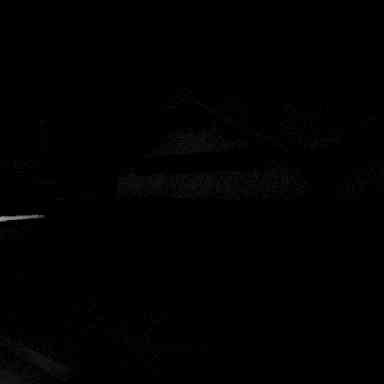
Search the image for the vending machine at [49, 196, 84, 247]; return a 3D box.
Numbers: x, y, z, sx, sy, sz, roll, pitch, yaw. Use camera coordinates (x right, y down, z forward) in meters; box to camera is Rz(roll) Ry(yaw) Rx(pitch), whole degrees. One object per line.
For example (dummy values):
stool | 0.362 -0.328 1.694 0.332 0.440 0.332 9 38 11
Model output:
vending machine | -5.420 1.240 14.347 1.100 2.100 0.880 0 0 17
